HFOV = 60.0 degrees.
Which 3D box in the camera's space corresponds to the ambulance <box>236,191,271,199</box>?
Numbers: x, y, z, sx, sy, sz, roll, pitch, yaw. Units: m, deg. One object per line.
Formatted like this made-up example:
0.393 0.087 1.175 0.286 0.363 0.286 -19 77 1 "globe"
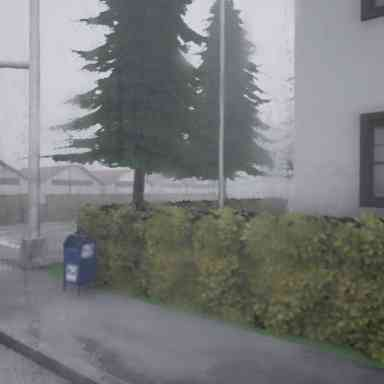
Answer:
7.509 1.086 41.044 2.351 2.431 6.366 1 0 36 "ambulance"
